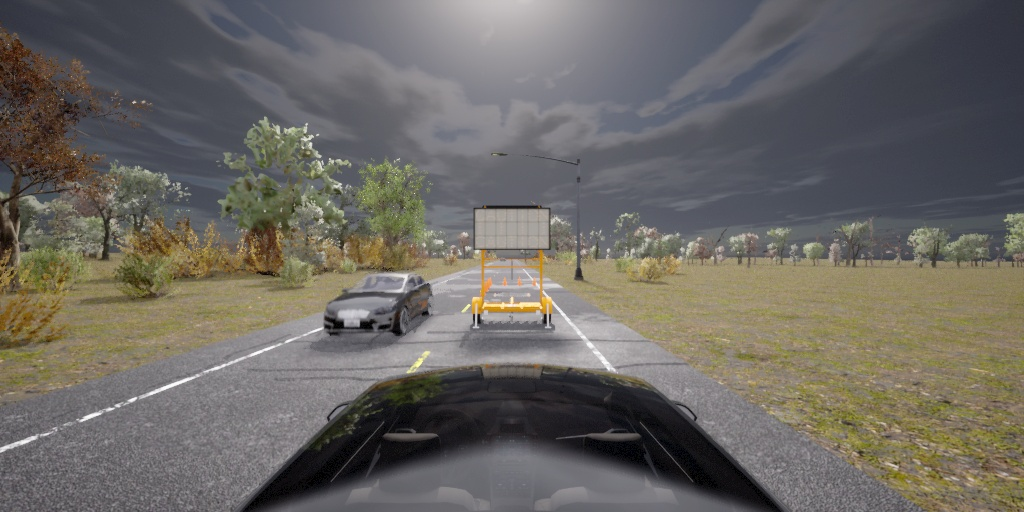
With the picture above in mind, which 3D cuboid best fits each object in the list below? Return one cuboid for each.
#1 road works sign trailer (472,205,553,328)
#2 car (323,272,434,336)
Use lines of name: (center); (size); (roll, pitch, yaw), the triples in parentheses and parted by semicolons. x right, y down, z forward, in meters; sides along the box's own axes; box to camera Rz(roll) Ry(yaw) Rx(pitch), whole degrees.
road works sign trailer: (0.002, 0.216, 11.333); (2.380, 3.560, 2.880); (0, 0, 0)
car: (-3.599, 1.243, 10.507); (2.128, 1.511, 4.902); (0, 0, 0)
